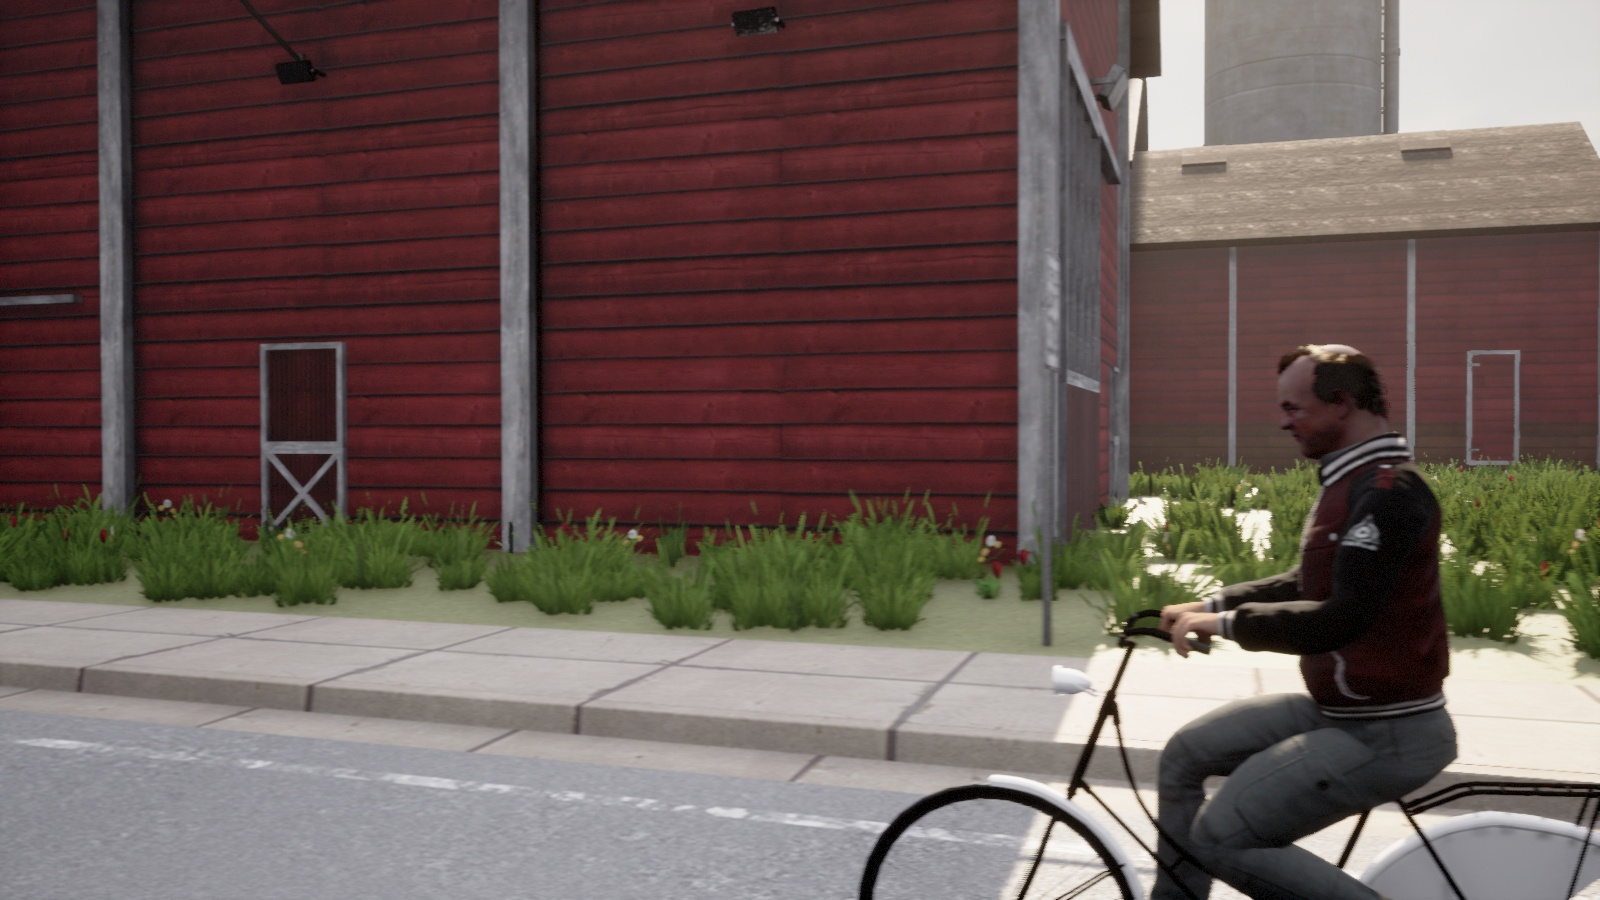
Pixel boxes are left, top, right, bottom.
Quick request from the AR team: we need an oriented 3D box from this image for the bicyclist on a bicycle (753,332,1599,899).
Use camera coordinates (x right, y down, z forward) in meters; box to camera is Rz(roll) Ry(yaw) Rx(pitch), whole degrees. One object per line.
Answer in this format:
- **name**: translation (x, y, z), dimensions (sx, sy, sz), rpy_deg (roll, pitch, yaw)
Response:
- **bicyclist on a bicycle**: translation (0.873, 0.653, 2.907), dimensions (1.843, 1.776, 0.659), rpy_deg (1, 1, 18)
